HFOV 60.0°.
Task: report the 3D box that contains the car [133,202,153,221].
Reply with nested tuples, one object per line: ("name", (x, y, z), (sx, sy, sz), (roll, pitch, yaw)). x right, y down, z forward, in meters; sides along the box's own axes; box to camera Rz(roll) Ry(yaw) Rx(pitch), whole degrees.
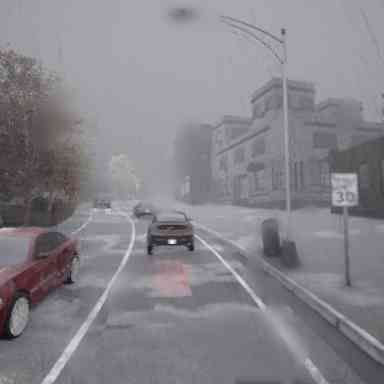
("car", (-4.531, 1.652, 31.777), (1.994, 1.385, 4.181), (1, 0, -15))

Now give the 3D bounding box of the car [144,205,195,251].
("car", (-1.011, 1.554, 14.427), (1.837, 1.490, 4.892), (1, 0, -7))

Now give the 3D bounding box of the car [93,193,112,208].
("car", (-12.485, 1.168, 46.286), (2.150, 2.045, 5.566), (1, 0, -18))

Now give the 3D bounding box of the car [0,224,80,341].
("car", (-3.699, 1.489, 6.673), (1.882, 1.535, 5.008), (0, 0, -4))
